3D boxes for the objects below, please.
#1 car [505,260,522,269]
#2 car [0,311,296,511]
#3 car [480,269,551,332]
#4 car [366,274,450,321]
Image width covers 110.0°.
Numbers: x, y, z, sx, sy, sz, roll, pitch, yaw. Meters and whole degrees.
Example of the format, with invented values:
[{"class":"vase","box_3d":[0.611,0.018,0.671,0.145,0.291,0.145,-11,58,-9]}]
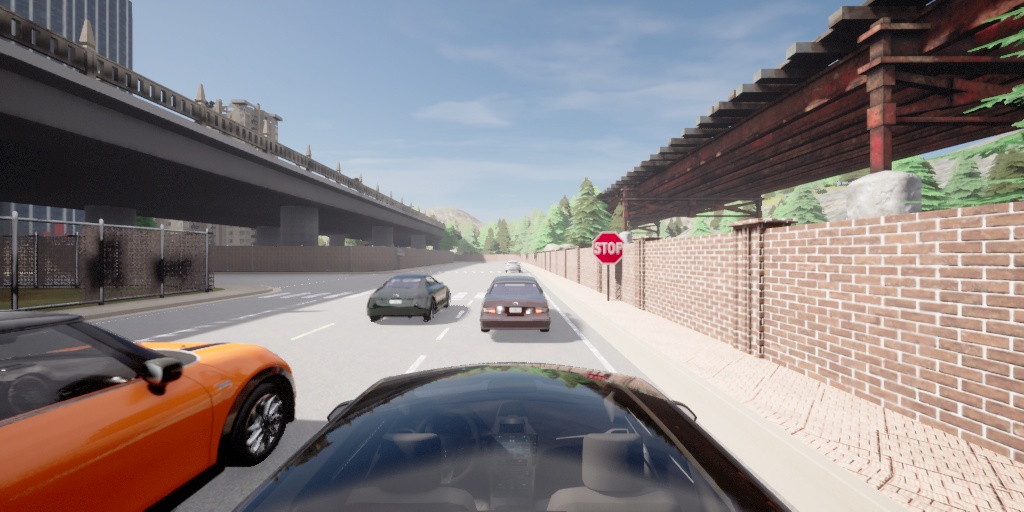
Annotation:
[{"class":"car","box_3d":[0.117,1.276,44.696,1.812,1.442,4.674,0,0,-1]},{"class":"car","box_3d":[-3.401,1.101,2.055,2.097,1.767,4.553,0,0,0]},{"class":"car","box_3d":[0.081,1.297,10.801,2.033,1.411,5.357,0,0,0]},{"class":"car","box_3d":[-3.422,1.314,12.539,1.994,1.385,4.181,0,0,0]}]
